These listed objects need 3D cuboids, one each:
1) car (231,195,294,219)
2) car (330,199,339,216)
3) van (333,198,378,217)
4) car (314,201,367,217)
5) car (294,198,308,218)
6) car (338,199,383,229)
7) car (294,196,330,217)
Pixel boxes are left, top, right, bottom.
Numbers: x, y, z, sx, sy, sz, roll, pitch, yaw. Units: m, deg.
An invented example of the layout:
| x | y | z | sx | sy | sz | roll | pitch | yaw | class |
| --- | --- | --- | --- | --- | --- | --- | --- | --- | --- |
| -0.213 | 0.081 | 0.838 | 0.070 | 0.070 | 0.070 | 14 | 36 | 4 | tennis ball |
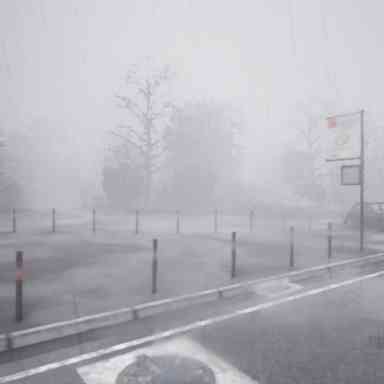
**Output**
| x | y | z | sx | sy | sz | roll | pitch | yaw | class |
| --- | --- | --- | --- | --- | --- | --- | --- | --- | --- |
| 5.949 | 1.298 | 30.309 | 2.435 | 2.045 | 5.566 | 2 | -1 | -36 | car |
| 14.912 | 1.852 | 36.976 | 1.946 | 1.575 | 5.366 | 2 | -1 | -35 | car |
| 19.537 | 1.823 | 39.893 | 1.878 | 1.987 | 4.442 | 3 | -1 | -35 | van |
| 17.080 | 1.943 | 38.516 | 1.946 | 1.575 | 5.366 | 3 | -1 | -35 | car |
| 8.098 | 1.613 | 31.880 | 2.231 | 1.521 | 4.892 | 2 | -1 | -36 | car |
| 11.304 | 1.389 | 19.125 | 2.185 | 1.767 | 4.553 | 2 | -1 | -36 | car |
| 10.385 | 1.431 | 33.494 | 2.435 | 2.045 | 5.566 | 2 | -1 | -36 | car |
